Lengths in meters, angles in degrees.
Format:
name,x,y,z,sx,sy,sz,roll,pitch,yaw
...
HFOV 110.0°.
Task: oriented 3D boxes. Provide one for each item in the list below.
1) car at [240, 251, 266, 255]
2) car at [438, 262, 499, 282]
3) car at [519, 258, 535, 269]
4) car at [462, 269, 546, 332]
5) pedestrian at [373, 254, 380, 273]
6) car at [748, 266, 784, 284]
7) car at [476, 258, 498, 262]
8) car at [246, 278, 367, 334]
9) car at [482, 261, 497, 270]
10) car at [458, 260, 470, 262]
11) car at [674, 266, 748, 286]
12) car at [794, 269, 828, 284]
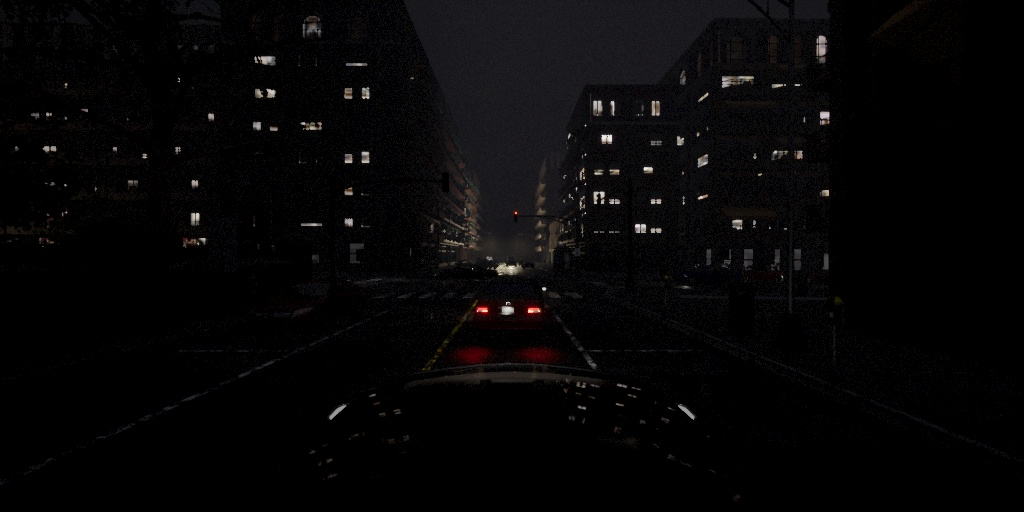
name,x,y,z,sx,sy,sz,roll,pitch,yaw
car,-17.611,0.694,25.146,5.566,2.045,2.150,1,0,-1
car,-3.479,1.349,28.575,4.718,1.301,1.895,0,0,-1
car,2.525,1.299,54.284,2.007,1.370,4.403,0,0,0
car,0.050,1.297,10.789,2.033,1.411,5.357,0,0,3
pedestrian,-12.814,0.652,33.955,0.375,1.860,0.375,0,-1,-1
car,21.287,1.571,31.508,4.097,1.591,1.967,0,0,-1
car,-3.200,1.296,43.263,2.033,1.411,5.357,0,0,4
car,-5.715,1.331,10.574,1.802,1.307,4.207,0,0,0
car,-3.242,1.349,53.213,1.895,1.301,4.718,0,0,0
car,-5.819,1.188,42.985,1.967,1.591,4.097,0,0,0
car,15.654,1.523,28.858,5.008,1.535,1.882,1,0,-1
car,26.960,1.813,31.595,4.207,1.307,1.802,0,0,-1
